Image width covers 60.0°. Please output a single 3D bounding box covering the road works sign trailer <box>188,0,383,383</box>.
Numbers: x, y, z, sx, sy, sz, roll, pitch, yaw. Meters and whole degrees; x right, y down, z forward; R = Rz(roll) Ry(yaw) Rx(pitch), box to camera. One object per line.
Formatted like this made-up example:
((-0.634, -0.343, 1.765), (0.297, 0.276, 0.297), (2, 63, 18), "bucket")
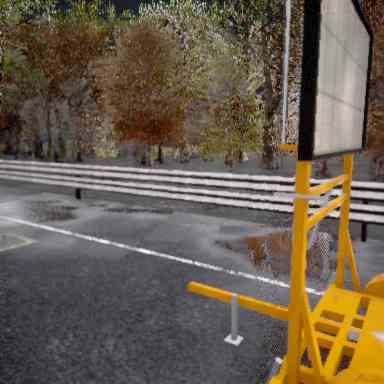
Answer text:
((1.161, 0.026, 3.222), (2.880, 3.560, 2.380), (6, 11, 34), "road works sign trailer")
